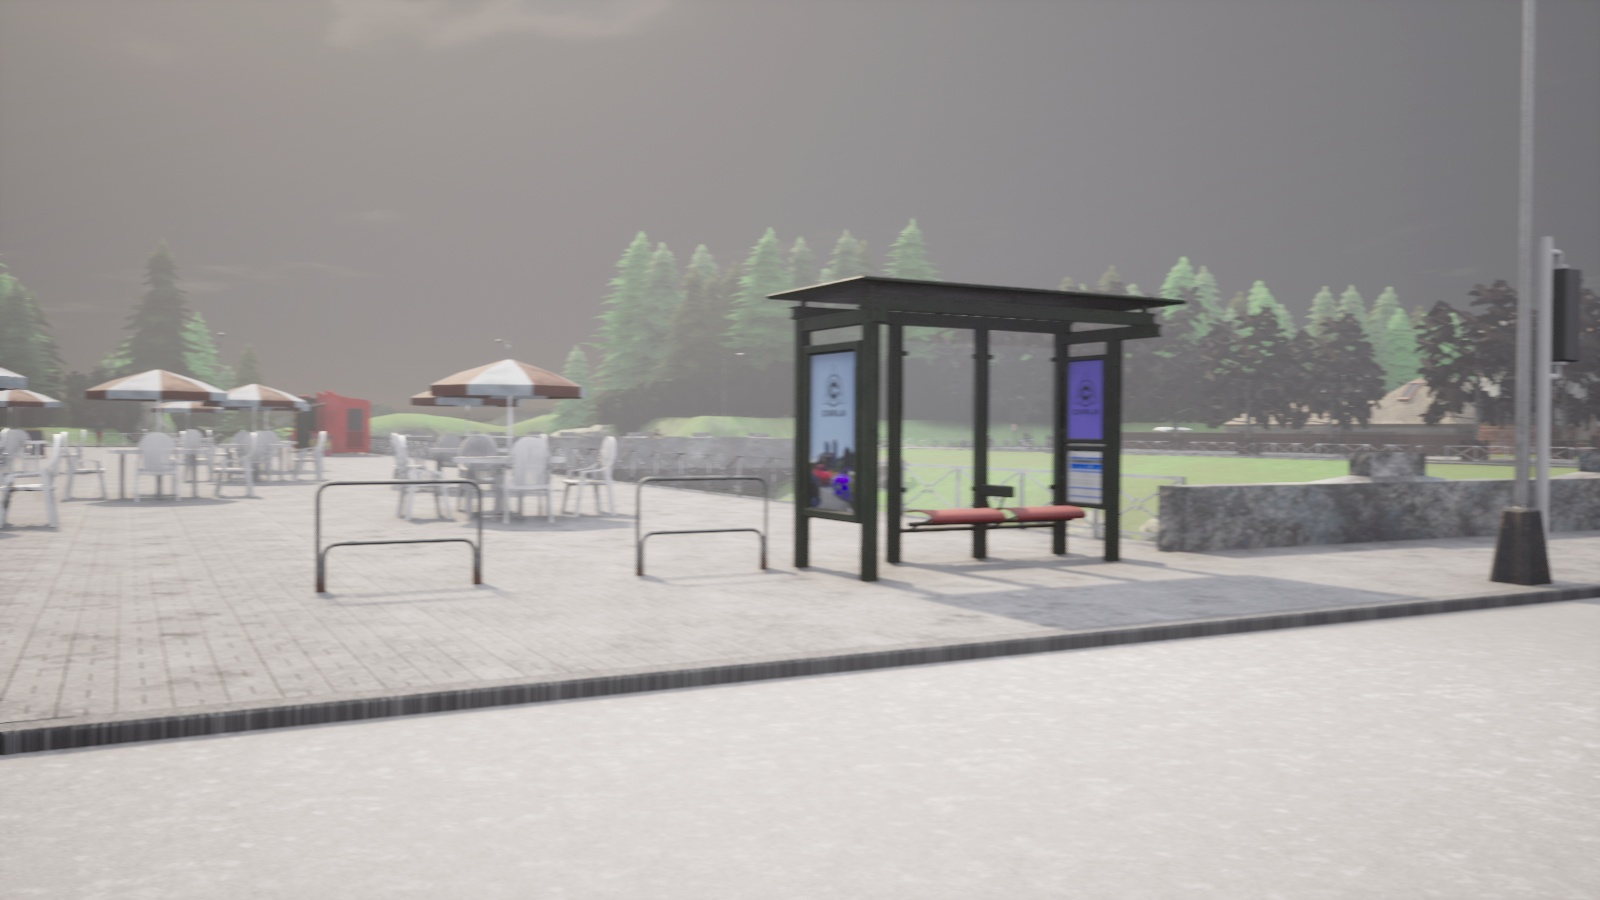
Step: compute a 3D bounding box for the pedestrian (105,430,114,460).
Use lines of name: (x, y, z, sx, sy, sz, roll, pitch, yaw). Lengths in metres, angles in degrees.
pedestrian: (-42.364, -0.292, 77.010, 0.353, 1.847, 0.614, -1, 1, -36)
